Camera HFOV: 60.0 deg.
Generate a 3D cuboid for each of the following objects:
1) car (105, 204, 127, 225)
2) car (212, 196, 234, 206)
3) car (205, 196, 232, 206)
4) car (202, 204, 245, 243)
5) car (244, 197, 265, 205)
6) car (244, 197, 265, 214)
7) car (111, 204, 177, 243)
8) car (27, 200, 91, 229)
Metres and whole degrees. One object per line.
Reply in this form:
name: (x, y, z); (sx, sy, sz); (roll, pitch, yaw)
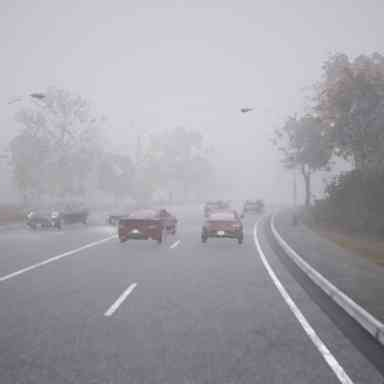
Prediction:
car: (-4.329, 1.548, 24.077); (2.033, 1.411, 5.357); (0, 0, 12)
car: (5.574, 1.539, 59.369); (1.882, 1.535, 5.008); (0, 0, 30)
car: (2.718, 1.534, 35.511); (2.128, 1.511, 4.902); (0, 0, 18)
car: (1.569, 1.549, 16.261); (1.812, 1.442, 4.674); (0, 0, 9)
car: (11.887, 1.656, 63.130); (2.033, 1.411, 5.357); (0, 0, 33)
car: (6.961, 1.560, 37.059); (2.128, 1.511, 4.902); (0, 0, 20)
car: (-1.985, 1.484, 16.215); (1.882, 1.535, 5.008); (0, 0, 8)
car: (-8.381, 1.332, 21.296); (2.097, 1.767, 4.553); (0, 0, 11)
